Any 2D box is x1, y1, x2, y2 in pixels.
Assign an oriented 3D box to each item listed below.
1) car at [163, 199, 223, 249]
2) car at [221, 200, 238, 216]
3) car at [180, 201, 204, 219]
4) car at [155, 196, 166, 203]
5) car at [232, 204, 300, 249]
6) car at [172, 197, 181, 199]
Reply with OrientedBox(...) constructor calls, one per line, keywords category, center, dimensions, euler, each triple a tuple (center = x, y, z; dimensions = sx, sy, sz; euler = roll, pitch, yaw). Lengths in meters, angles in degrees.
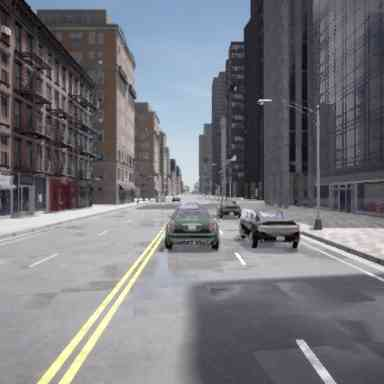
OrientedBox(category="car", center=(0.000, 1.366, 14.620), dimensions=(2.097, 1.767, 4.553), euler=(0, 0, 0))
OrientedBox(category="car", center=(3.250, 1.523, 29.650), dimensions=(1.837, 1.490, 4.892), euler=(0, 0, 0))
OrientedBox(category="car", center=(0.000, 1.579, 29.650), dimensions=(1.994, 1.385, 4.181), euler=(0, 0, 0))
OrientedBox(category="car", center=(-6.500, 1.525, 69.181), dimensions=(2.128, 1.511, 4.902), euler=(0, 0, 0))
OrientedBox(category="car", center=(3.250, 1.495, 14.650), dimensions=(2.128, 1.511, 4.902), euler=(0, 0, 0))
OrientedBox(category="car", center=(-3.250, 1.595, 69.152), dimensions=(1.895, 1.301, 4.718), euler=(0, 0, 0))
